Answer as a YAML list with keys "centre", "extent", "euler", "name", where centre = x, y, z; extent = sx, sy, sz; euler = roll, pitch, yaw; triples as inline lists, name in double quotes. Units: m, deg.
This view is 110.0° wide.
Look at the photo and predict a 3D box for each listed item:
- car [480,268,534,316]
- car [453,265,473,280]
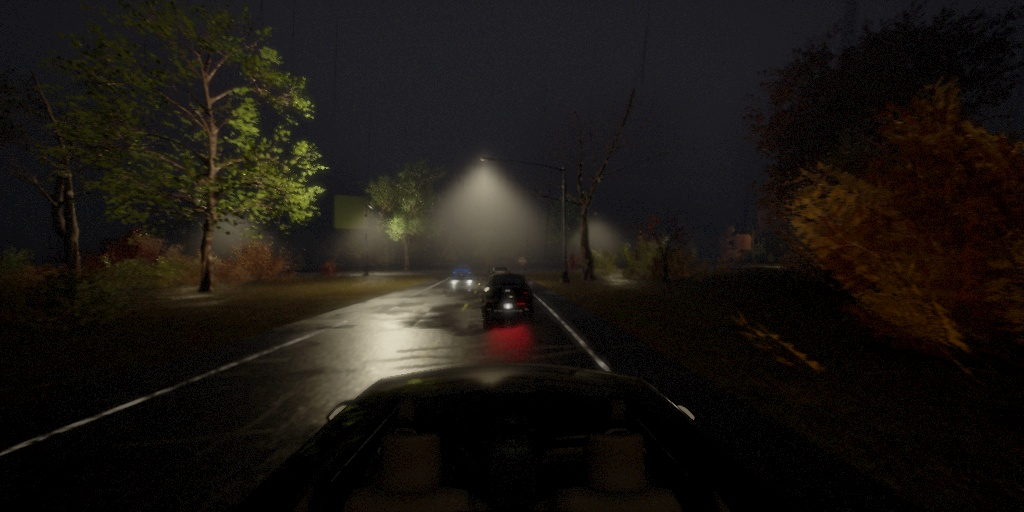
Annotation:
- centre: [-0.188, 1.413, 14.193]
  extent: [1.837, 1.490, 4.892]
  euler: [0, 0, -1]
  name: "car"
- centre: [-5.237, 1.692, 38.442]
  extent: [1.882, 1.535, 5.008]
  euler: [0, -1, -4]
  name: "car"
